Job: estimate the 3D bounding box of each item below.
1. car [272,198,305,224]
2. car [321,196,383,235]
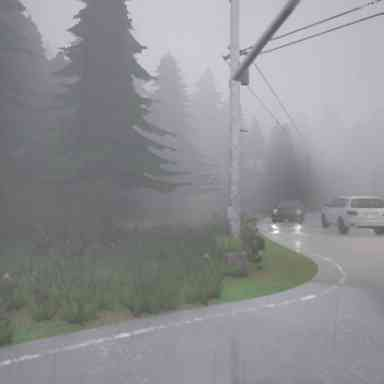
[{"bbox_3d":[7.259,1.375,24.909,2.097,1.767,4.553,0,0,21],"label":"car"},{"bbox_3d":[9.184,1.244,19.223,2.150,2.045,5.566,0,0,7],"label":"car"}]
